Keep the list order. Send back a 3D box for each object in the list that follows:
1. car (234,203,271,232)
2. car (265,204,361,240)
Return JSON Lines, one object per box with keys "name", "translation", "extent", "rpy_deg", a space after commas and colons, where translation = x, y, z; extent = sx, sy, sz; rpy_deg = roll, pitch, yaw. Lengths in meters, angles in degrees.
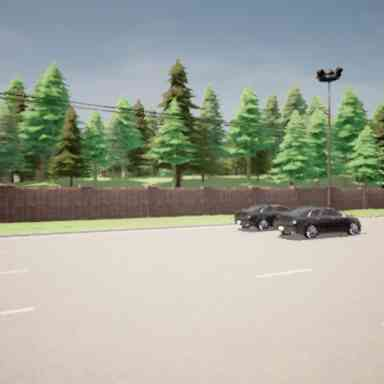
{"name": "car", "translation": [4.821, 1.458, 19.912], "extent": [4.892, 1.490, 1.837], "rpy_deg": [0, 0, -26]}
{"name": "car", "translation": [6.372, 1.462, 16.775], "extent": [4.892, 1.490, 1.837], "rpy_deg": [0, 0, -26]}
